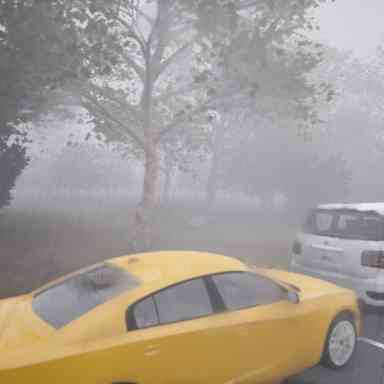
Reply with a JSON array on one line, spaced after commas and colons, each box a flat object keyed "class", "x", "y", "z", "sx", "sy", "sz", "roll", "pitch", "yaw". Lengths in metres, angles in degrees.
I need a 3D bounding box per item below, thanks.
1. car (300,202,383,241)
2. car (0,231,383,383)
[{"class": "car", "x": 4.617, "y": 1.253, "z": 7.350, "sx": 5.566, "sy": 2.045, "sz": 2.435, "roll": 0, "pitch": 0, "yaw": -33}, {"class": "car", "x": 0.053, "y": 1.487, "z": 4.095, "sx": 5.008, "sy": 1.535, "sz": 2.097, "roll": 0, "pitch": 0, "yaw": -33}]
